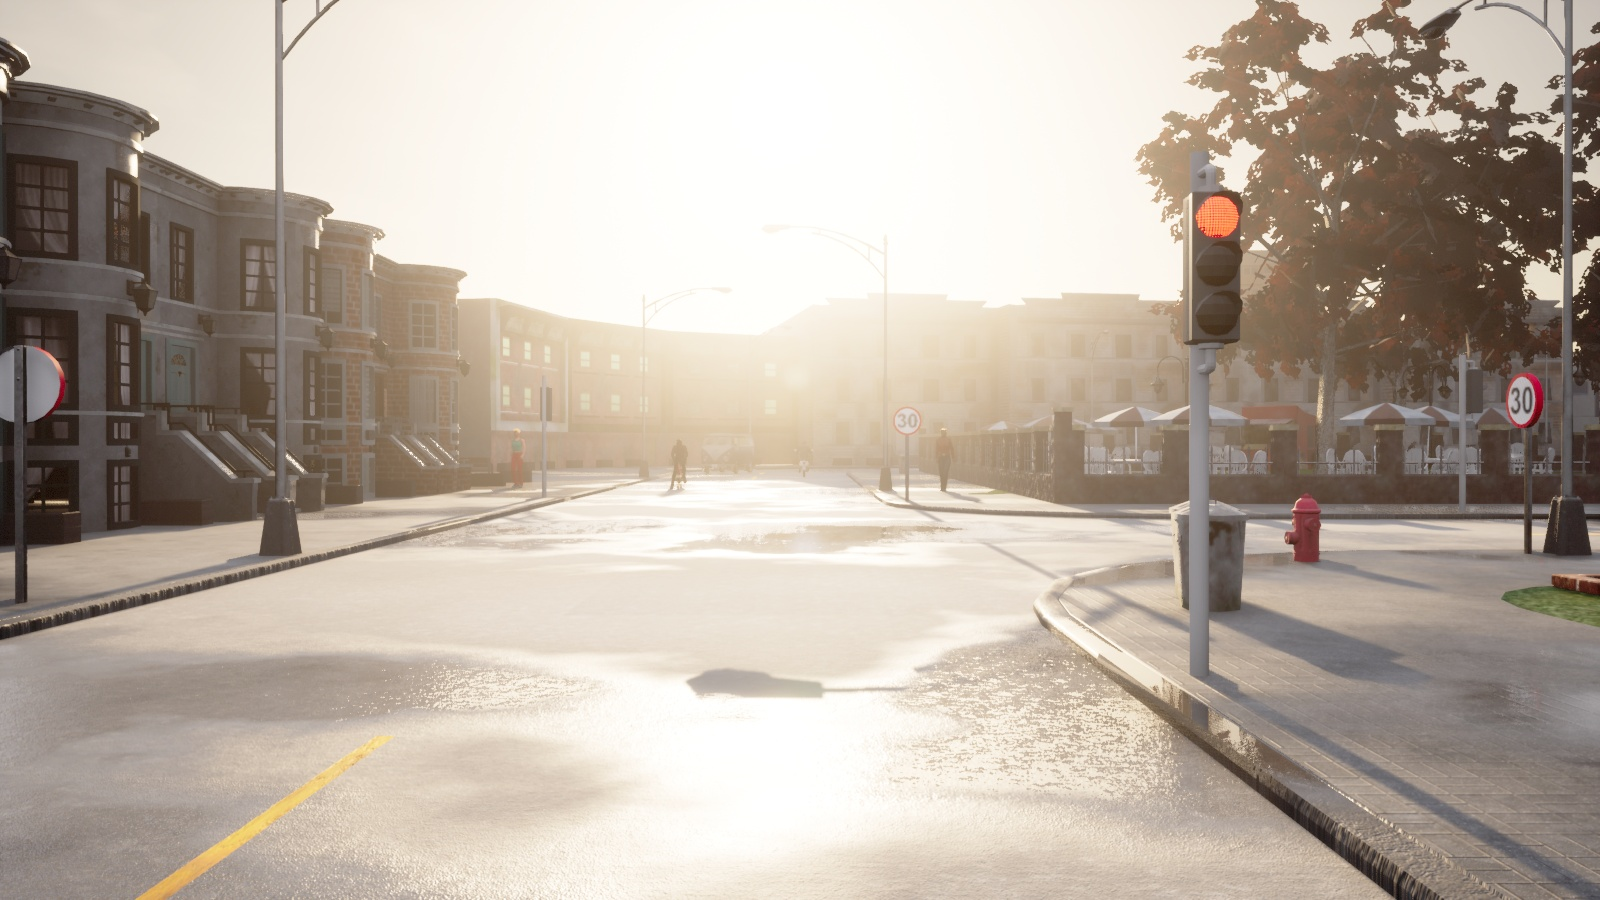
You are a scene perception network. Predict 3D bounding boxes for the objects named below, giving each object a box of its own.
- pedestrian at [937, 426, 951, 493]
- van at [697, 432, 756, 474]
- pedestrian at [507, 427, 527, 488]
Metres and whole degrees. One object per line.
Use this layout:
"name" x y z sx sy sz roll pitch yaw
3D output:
"pedestrian" 4.051 0.260 35.328 0.331 1.846 0.636 0 0 11
"van" -3.556 0.149 61.724 1.775 1.987 4.442 0 0 12
"pedestrian" -8.692 0.229 38.576 0.345 1.836 0.594 0 0 16
